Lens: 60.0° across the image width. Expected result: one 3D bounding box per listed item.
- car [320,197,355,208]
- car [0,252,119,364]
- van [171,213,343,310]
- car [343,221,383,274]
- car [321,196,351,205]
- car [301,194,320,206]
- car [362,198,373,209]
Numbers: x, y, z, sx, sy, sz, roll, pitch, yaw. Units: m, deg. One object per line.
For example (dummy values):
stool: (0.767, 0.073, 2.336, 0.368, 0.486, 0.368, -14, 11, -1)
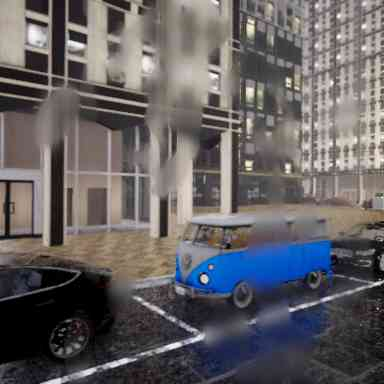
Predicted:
car: (21.031, 1.541, 47.394, 1.802, 1.307, 4.206, 2, 0, -36)
car: (-3.111, 1.565, 4.341, 4.313, 1.339, 1.947, 1, 0, -36)
van: (1.488, 1.394, 7.625, 3.998, 1.788, 1.690, 1, 0, -36)
car: (6.084, 1.659, 10.904, 4.403, 1.369, 2.008, 1, 0, -36)
car: (24.557, 1.503, 56.858, 1.802, 1.307, 4.206, 2, 0, -36)
car: (17.793, 1.167, 51.925, 2.192, 1.841, 5.009, 2, 0, -36)
car: (24.284, 1.507, 42.864, 1.967, 1.590, 4.097, 2, 0, -36)
